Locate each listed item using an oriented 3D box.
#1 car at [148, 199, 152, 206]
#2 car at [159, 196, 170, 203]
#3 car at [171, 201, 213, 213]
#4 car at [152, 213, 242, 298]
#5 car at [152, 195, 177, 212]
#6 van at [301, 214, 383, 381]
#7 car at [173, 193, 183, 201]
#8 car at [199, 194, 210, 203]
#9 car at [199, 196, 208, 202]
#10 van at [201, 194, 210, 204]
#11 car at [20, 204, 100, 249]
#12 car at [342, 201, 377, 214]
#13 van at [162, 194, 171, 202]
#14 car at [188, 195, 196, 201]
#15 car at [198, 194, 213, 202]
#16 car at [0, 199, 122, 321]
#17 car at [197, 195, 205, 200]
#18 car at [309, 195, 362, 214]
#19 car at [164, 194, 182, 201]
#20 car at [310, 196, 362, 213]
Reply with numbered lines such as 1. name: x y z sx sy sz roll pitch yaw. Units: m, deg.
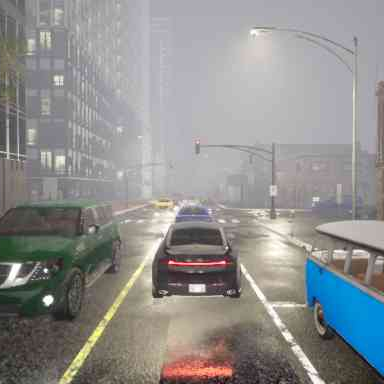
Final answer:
1. car: -5.902 1.512 52.838 1.752 1.417 4.829 -1 0 0
2. car: -5.750 1.550 69.940 1.947 1.339 4.313 -1 0 0
3. car: 0.070 1.472 17.956 1.882 1.535 5.008 0 0 0
4. car: 0.088 1.502 8.468 1.837 1.490 4.892 0 0 0
5. car: -3.144 1.467 38.536 1.882 1.535 5.008 0 0 0
6. van: 2.669 1.340 3.986 1.690 1.788 3.998 -1 0 0
7. car: -3.083 1.207 69.195 2.150 2.045 5.566 0 0 0
8. car: 2.593 1.299 69.895 2.192 1.841 5.009 -1 0 0
9. car: 2.590 1.565 75.539 1.802 1.307 4.206 -1 0 0
10. van: 2.600 1.326 64.251 1.690 1.788 3.998 -1 0 0
11. car: -5.722 1.436 15.060 1.967 1.590 4.097 -1 0 0
12. car: 16.382 1.793 29.957 4.313 1.339 1.947 1 0 1
13. van: -5.761 1.324 75.584 1.690 1.788 3.998 -1 0 0
14. car: -0.093 1.481 79.533 1.837 1.490 4.892 0 0 0
15. car: 2.608 1.426 58.607 1.967 1.590 4.097 -1 0 0
16. car: -3.111 1.219 7.621 2.150 2.045 5.566 0 0 0
17. car: 2.571 1.531 92.471 2.008 1.369 4.403 -1 0 0
18. car: 15.507 1.349 35.749 5.566 2.045 2.150 1 1 1
19. car: -3.154 1.478 54.400 2.128 1.511 4.902 0 0 0
20. car: 16.481 1.411 38.334 5.009 1.841 2.192 1 0 1
